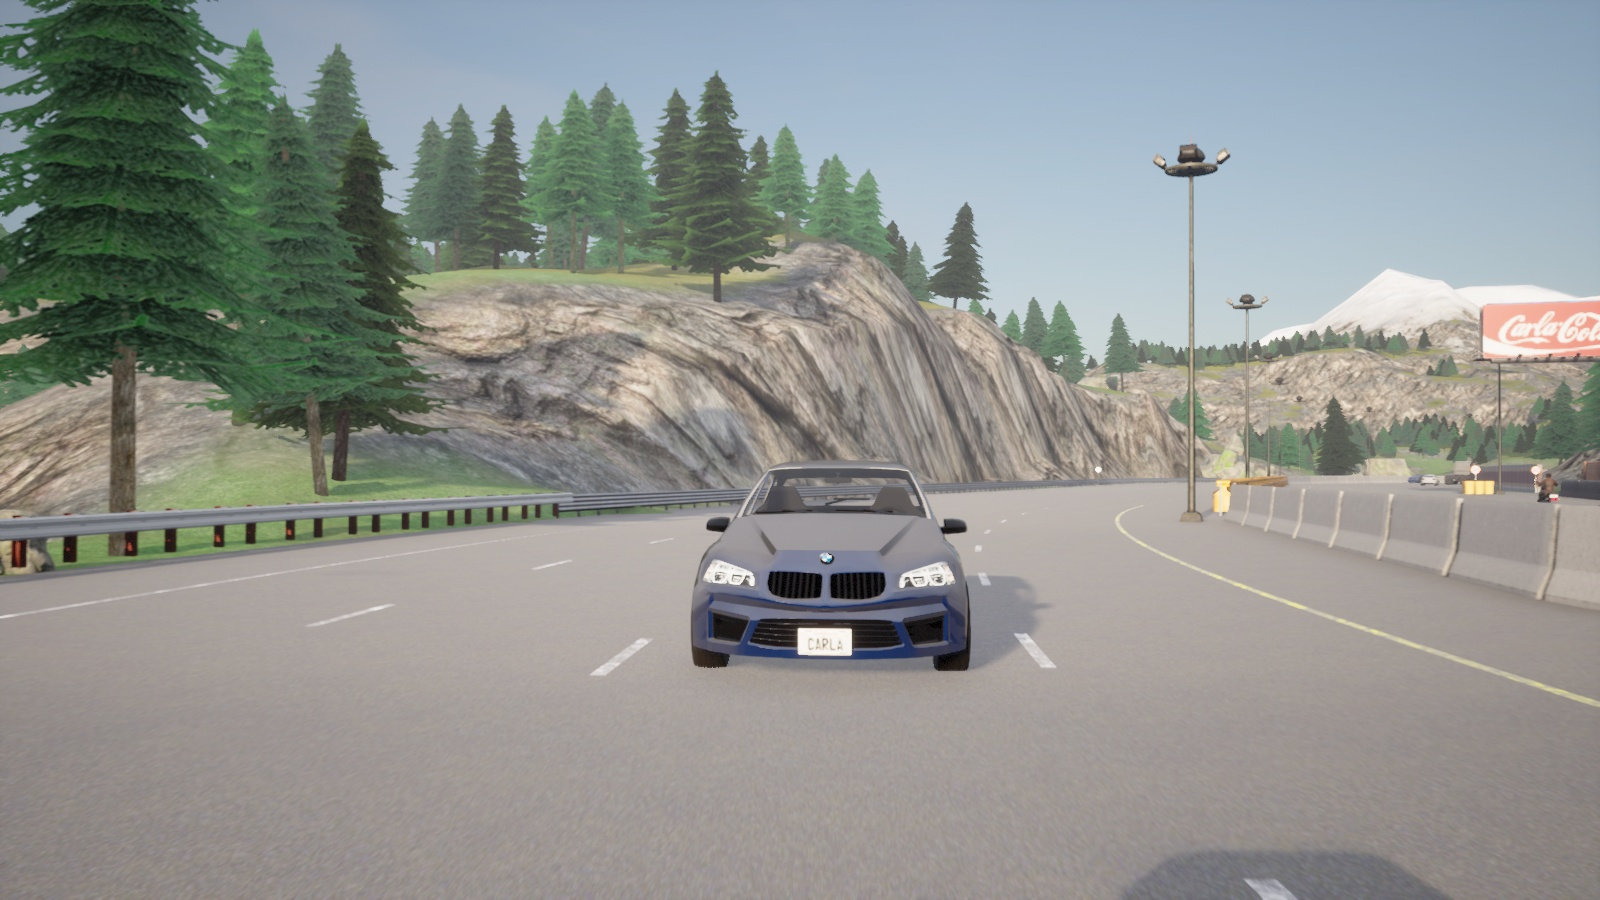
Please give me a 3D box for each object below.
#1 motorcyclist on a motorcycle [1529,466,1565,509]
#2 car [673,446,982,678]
[{"bbox_3d":[29.379,1.476,49.428,0.766,1.649,2.350,0,-1,19],"label":"motorcyclist on a motorcycle"},{"bbox_3d":[0.356,0.849,11.415,2.242,1.667,4.611,0,-1,4],"label":"car"}]
